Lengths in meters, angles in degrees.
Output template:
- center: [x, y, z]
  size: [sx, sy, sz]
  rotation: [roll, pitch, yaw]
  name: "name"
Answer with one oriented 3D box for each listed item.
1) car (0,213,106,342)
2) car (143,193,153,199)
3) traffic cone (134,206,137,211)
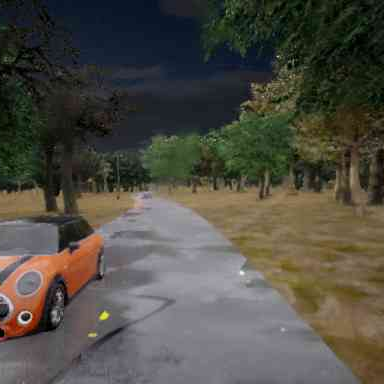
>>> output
- center: [-3.233, 1.337, 6.747]
  size: [2.097, 1.767, 4.553]
  rotation: [0, 0, -1]
  name: "car"
- center: [-9.979, 0.910, 75.140]
  size: [1.994, 1.385, 4.181]
  rotation: [0, 1, -12]
  name: "car"
- center: [-6.164, 1.773, 36.337]
  size: [0.340, 0.580, 0.340]
  rotation: [0, 1, -6]
  name: "traffic cone"
